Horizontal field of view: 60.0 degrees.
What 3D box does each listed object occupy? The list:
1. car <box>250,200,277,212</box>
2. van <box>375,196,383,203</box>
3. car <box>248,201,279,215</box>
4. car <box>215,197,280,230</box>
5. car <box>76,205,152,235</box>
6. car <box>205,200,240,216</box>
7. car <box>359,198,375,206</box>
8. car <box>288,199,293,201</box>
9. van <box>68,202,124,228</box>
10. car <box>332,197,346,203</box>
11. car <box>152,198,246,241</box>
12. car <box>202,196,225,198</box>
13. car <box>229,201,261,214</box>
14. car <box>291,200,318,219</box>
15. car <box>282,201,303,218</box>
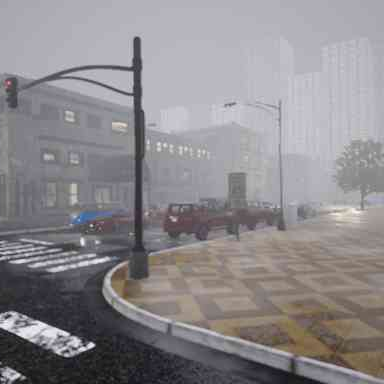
[{"bbox_3d":[9.705,1.843,44.871,2.008,1.369,4.403,-1,-1,35],"label":"car"},{"bbox_3d":[45.306,1.756,80.577,1.690,1.788,3.998,-1,-1,35],"label":"van"},{"bbox_3d":[8.392,1.766,38.518,1.812,1.442,4.674,-1,-1,36],"label":"car"},{"bbox_3d":[3.754,1.432,22.006,2.192,1.841,5.009,-1,-1,35],"label":"car"},{"bbox_3d":[-4.524,1.727,20.341,1.994,1.385,4.181,-1,-1,35],"label":"car"},{"bbox_3d":[3.312,1.691,35.862,1.967,1.590,4.097,-1,-1,35],"label":"car"},{"bbox_3d":[32.523,1.864,62.552,2.008,1.369,4.403,-1,-1,35],"label":"car"},{"bbox_3d":[15.999,1.863,53.743,1.752,1.417,4.829,-1,-1,35],"label":"car"},{"bbox_3d":[-6.278,1.536,22.346,1.690,1.788,3.998,-1,-1,35],"label":"van"},{"bbox_3d":[35.276,2.035,80.914,2.008,1.369,4.403,-1,-1,35],"label":"car"},{"bbox_3d":[0.558,1.414,17.500,2.192,1.841,5.009,-1,-1,35],"label":"car"},{"bbox_3d":[1.622,1.420,29.001,2.150,2.045,5.566,-1,-1,35],"label":"car"},{"bbox_3d":[6.509,1.822,40.365,2.008,1.369,4.403,-1,-1,35],"label":"car"},{"bbox_3d":[10.150,1.721,31.014,1.947,1.339,4.313,-1,-1,35],"label":"car"},{"bbox_3d":[6.953,1.681,26.509,1.887,1.381,4.507,-1,-1,35],"label":"car"}]
